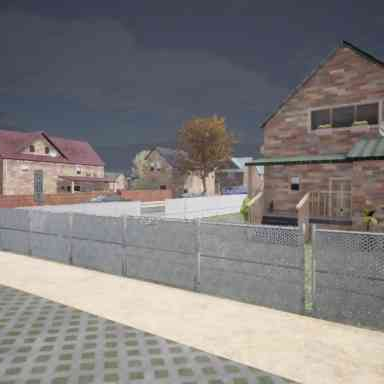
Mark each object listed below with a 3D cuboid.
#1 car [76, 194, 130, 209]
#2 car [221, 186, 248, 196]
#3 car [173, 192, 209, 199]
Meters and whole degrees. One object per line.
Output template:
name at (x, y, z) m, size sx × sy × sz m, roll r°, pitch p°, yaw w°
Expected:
car at (-7.290, 0.973, 27.550) m, size 1.882 × 1.535 × 5.008 m, roll 1°, pitch 2°, yaw 35°
car at (6.198, 0.175, 46.403) m, size 2.150 × 2.045 × 5.566 m, roll 1°, pitch 2°, yaw 36°
car at (-0.070, 0.751, 37.686) m, size 2.033 × 1.411 × 5.357 m, roll 1°, pitch 2°, yaw 36°
